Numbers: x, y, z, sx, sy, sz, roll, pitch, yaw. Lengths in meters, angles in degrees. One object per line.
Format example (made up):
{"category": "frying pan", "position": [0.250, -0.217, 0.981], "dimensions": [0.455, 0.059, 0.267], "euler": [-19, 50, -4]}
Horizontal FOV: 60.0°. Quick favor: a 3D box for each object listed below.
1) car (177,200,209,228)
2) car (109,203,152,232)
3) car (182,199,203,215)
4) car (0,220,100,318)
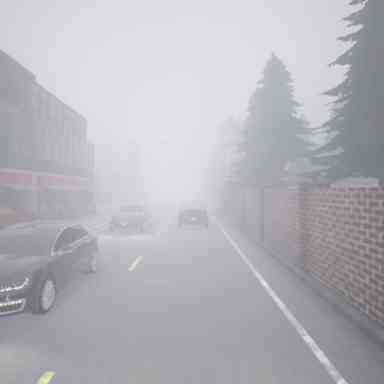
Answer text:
{"category": "car", "position": [0.083, 1.389, 21.534], "dimensions": [1.882, 1.535, 5.008], "euler": [0, 0, 0]}
{"category": "car", "position": [-3.509, 1.424, 19.691], "dimensions": [1.837, 1.490, 4.892], "euler": [0, 0, 1]}
{"category": "car", "position": [0.069, 1.429, 32.888], "dimensions": [1.994, 1.385, 4.181], "euler": [0, 0, 1]}
{"category": "car", "position": [-3.524, 1.474, 7.591], "dimensions": [1.837, 1.490, 4.892], "euler": [0, 0, 1]}
